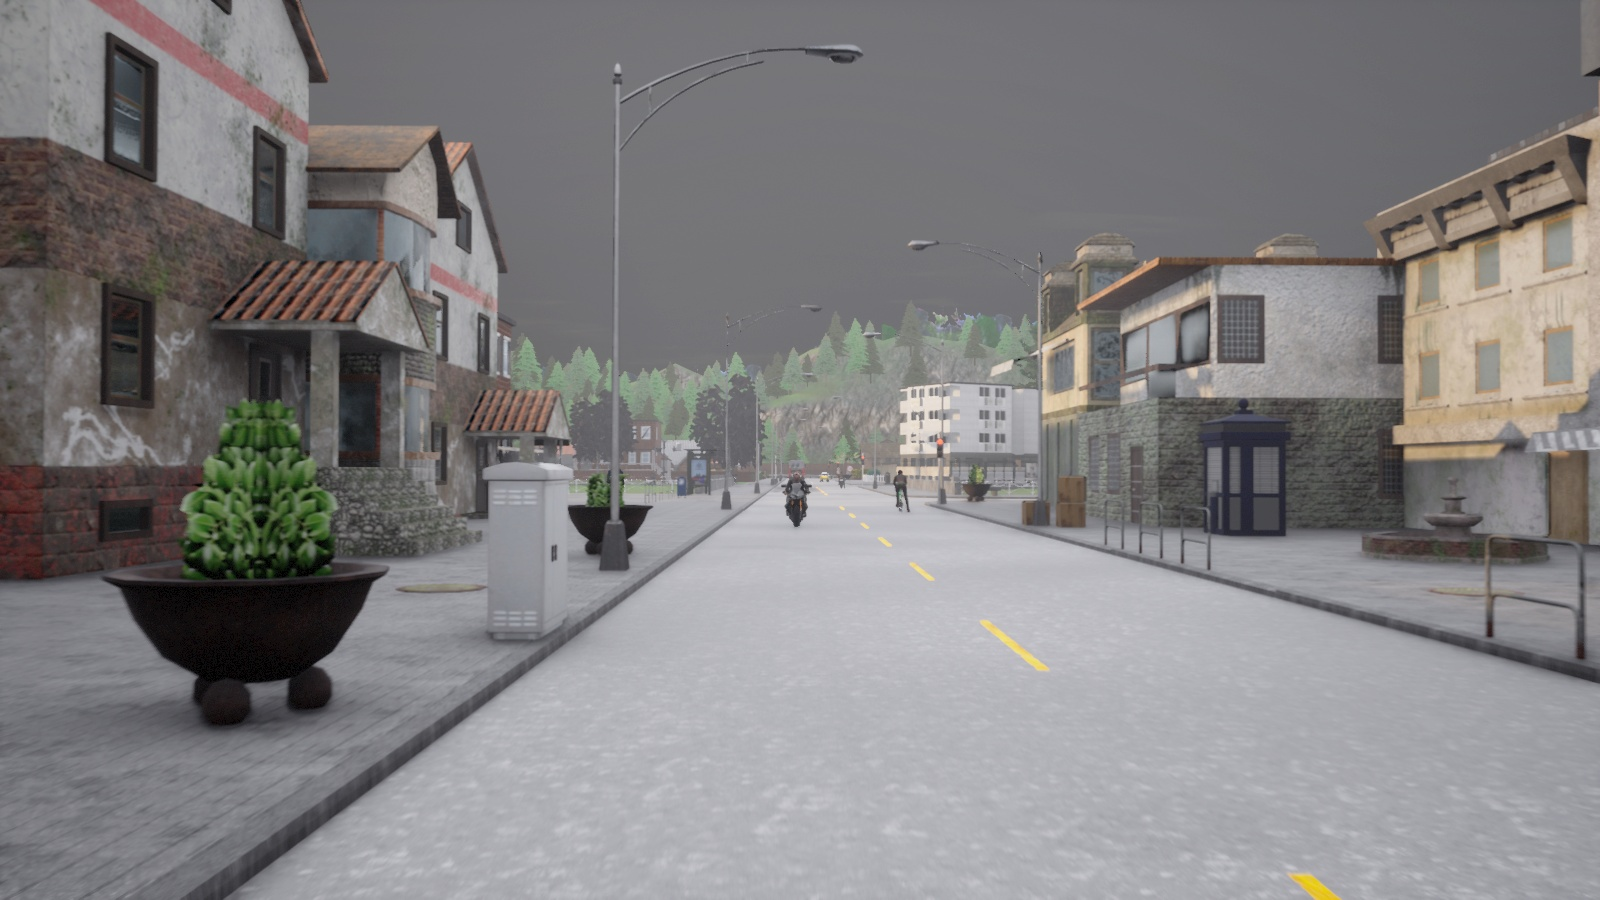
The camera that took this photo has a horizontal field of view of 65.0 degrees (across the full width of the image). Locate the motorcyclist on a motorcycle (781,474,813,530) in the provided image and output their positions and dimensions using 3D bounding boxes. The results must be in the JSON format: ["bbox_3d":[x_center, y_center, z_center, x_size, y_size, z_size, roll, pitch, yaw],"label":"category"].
[{"bbox_3d":[-0.087,1.445,35.527,0.866,1.530,2.191,0,-1,0],"label":"motorcyclist on a motorcycle"}]
